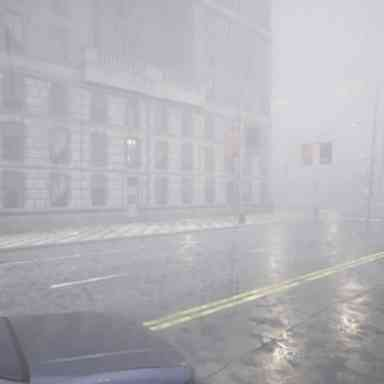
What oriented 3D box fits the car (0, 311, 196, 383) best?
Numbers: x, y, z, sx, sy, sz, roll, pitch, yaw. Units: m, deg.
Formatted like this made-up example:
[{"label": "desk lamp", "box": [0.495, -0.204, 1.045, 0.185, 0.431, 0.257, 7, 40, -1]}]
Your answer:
[{"label": "car", "box": [-2.505, 1.552, 2.136, 5.357, 1.411, 2.033, 0, 0, -35]}]
